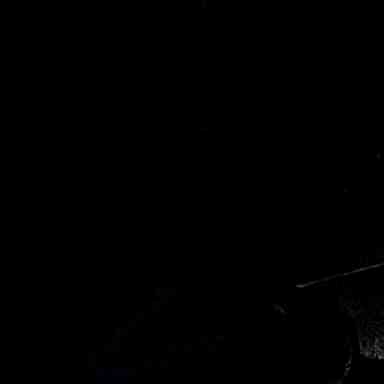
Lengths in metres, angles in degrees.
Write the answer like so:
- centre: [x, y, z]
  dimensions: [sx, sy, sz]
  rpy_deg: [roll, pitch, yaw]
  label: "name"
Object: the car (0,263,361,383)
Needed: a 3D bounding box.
- centre: [0.051, 1.553, 3.777]
  dimensions: [4.181, 1.385, 1.994]
  rpy_deg: [0, 0, -35]
  label: "car"
